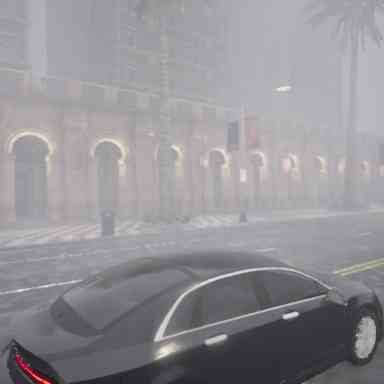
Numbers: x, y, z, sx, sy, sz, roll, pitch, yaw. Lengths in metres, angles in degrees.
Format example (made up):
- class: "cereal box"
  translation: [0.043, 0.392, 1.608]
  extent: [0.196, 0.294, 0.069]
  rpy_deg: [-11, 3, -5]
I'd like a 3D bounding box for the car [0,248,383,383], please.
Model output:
- class: "car"
  translation: [0.468, 1.475, 4.080]
  extent: [4.892, 1.490, 1.837]
  rpy_deg: [-1, 0, -35]
